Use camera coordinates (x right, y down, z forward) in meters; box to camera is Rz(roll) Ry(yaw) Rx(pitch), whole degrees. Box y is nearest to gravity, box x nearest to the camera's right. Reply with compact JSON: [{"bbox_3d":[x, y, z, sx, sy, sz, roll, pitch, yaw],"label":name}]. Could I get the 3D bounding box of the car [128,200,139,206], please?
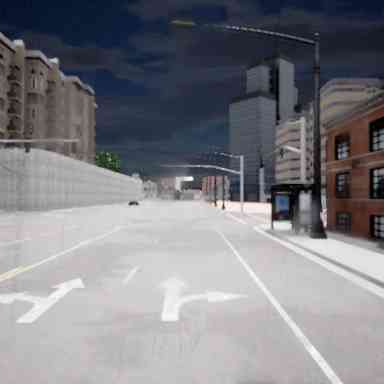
[{"bbox_3d":[-13.995,2.666,79.540,1.994,1.385,4.181,0,-1,0],"label":"car"}]
